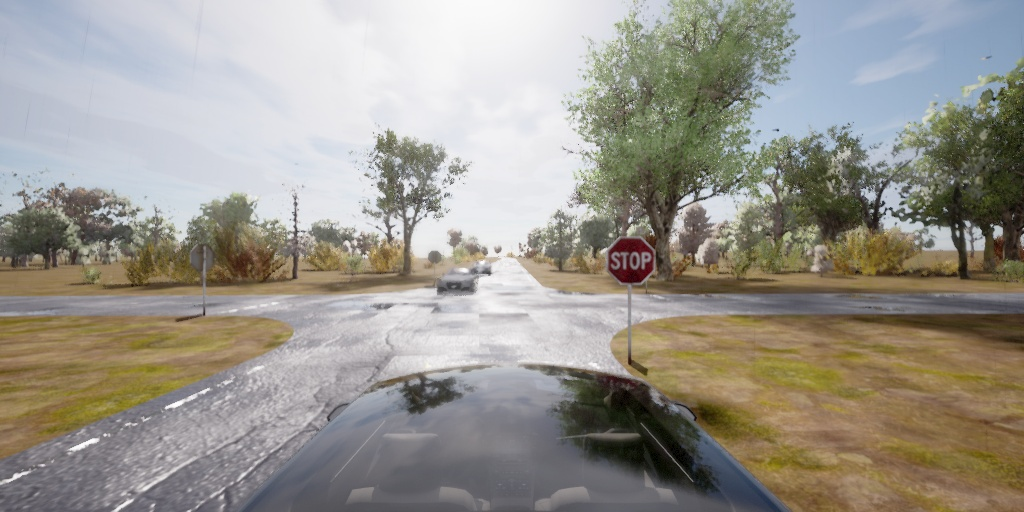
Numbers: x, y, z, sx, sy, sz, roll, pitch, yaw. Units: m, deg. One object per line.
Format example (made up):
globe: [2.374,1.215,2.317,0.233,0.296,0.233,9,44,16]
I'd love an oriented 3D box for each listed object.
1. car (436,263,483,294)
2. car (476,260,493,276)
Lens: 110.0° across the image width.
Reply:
car: [-3.012,1.358,20.577,1.994,1.385,4.181,0,1,0]
car: [-3.019,1.208,36.906,2.128,1.511,4.902,0,0,0]
